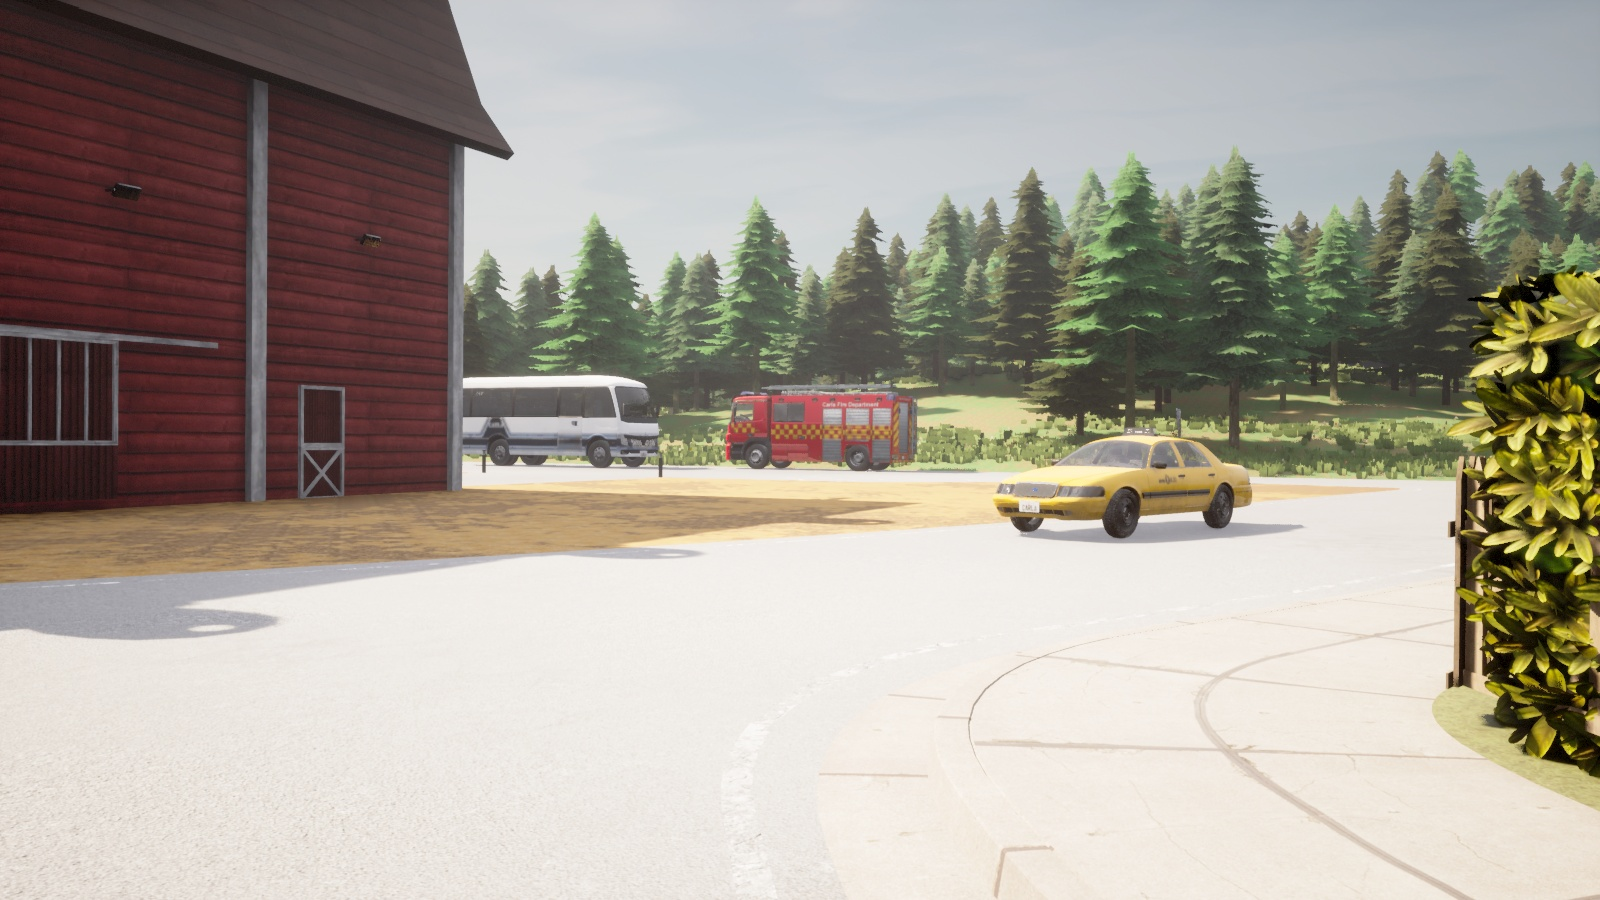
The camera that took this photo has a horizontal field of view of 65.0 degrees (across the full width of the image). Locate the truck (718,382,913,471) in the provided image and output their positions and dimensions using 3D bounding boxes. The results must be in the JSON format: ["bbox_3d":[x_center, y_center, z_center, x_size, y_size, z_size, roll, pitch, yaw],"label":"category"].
[{"bbox_3d":[0.666,-1.021,57.294,8.468,3.827,2.891,0,0,26],"label":"truck"}]

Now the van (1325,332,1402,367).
[{"bbox_3d":[40.592,-7.200,90.482,4.480,2.038,2.069,4,0,-5],"label":"van"}]

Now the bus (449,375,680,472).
[{"bbox_3d":[-11.112,-1.139,59.087,10.273,4.253,3.944,0,0,26],"label":"bus"}]

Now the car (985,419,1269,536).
[{"bbox_3d":[5.204,0.325,19.426,1.801,1.575,5.366,0,1,45],"label":"car"}]
